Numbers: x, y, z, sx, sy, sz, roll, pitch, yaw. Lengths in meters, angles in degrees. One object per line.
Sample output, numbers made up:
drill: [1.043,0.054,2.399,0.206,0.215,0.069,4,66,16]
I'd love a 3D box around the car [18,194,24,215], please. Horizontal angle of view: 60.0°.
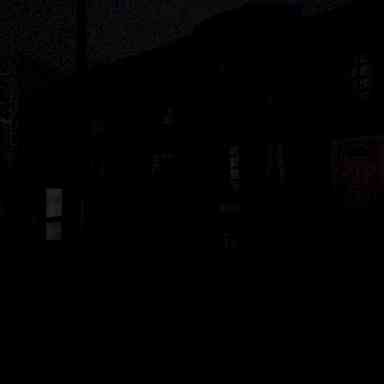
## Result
car: [-14.876,1.214,28.792,2.150,2.045,5.566,0,1,35]
